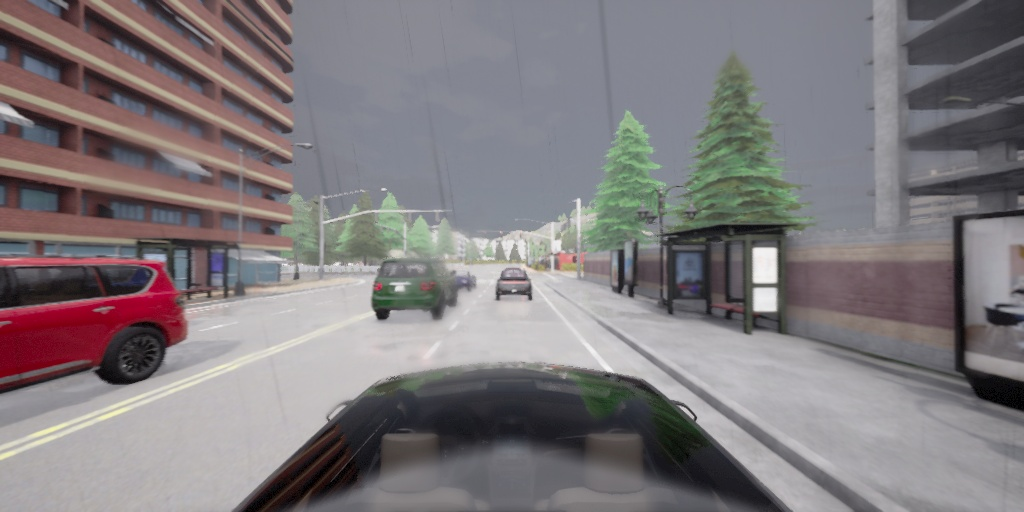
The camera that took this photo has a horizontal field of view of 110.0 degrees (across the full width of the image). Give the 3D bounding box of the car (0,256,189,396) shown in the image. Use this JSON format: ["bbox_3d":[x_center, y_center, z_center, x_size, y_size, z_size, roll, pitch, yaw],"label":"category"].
[{"bbox_3d":[-7.099,1.004,4.308,2.150,2.045,5.566,0,-1,1],"label":"car"}]

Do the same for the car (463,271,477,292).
[{"bbox_3d":[-3.430,1.621,23.957,1.895,1.301,4.718,0,-1,0],"label":"car"}]

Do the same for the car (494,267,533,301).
[{"bbox_3d":[0.097,1.453,19.105,2.128,1.511,4.902,0,-1,0],"label":"car"}]

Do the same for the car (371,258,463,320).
[{"bbox_3d":[-3.398,1.114,13.504,2.150,2.045,5.566,0,-1,-1],"label":"car"}]
